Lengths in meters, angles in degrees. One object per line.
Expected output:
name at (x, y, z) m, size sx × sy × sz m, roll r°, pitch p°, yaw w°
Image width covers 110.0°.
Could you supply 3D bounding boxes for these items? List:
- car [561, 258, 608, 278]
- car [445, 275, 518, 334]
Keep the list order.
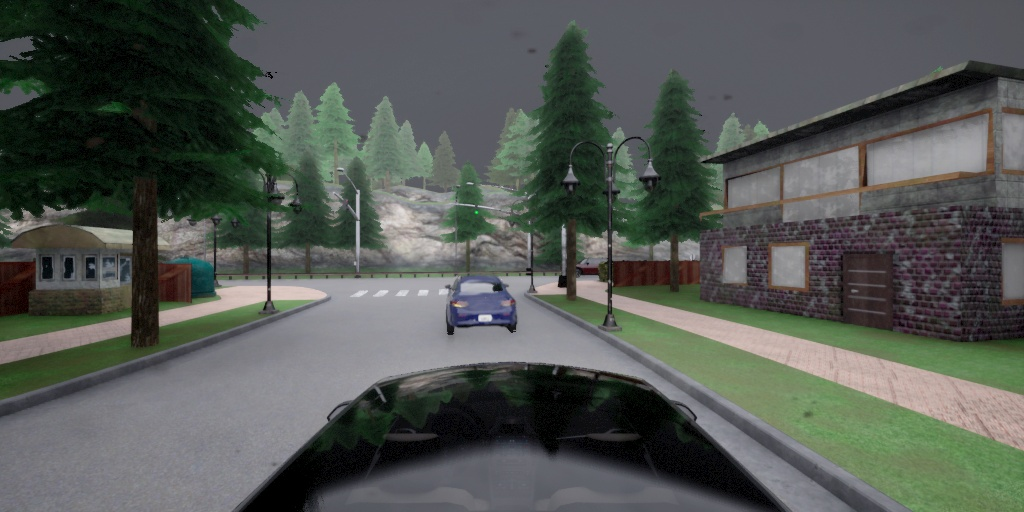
car at (6.647, 0.947, 31.463) m, size 4.553 × 1.767 × 2.097 m, roll 0°, pitch 0°, yaw -12°
car at (-0.997, 1.276, 10.647) m, size 1.812 × 1.442 × 4.674 m, roll 0°, pitch 0°, yaw -9°
